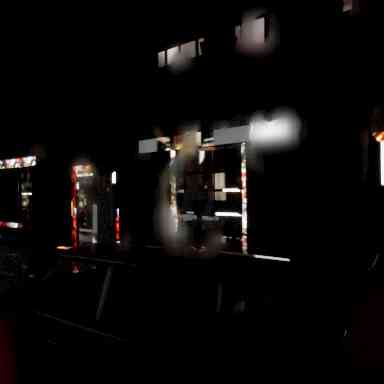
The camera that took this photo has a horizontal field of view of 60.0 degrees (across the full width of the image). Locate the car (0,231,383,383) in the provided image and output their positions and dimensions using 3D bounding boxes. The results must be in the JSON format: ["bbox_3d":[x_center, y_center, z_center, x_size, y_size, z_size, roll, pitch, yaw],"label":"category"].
[{"bbox_3d":[-0.340,1.316,3.131,5.009,1.841,2.192,0,-1,35],"label":"car"}]
